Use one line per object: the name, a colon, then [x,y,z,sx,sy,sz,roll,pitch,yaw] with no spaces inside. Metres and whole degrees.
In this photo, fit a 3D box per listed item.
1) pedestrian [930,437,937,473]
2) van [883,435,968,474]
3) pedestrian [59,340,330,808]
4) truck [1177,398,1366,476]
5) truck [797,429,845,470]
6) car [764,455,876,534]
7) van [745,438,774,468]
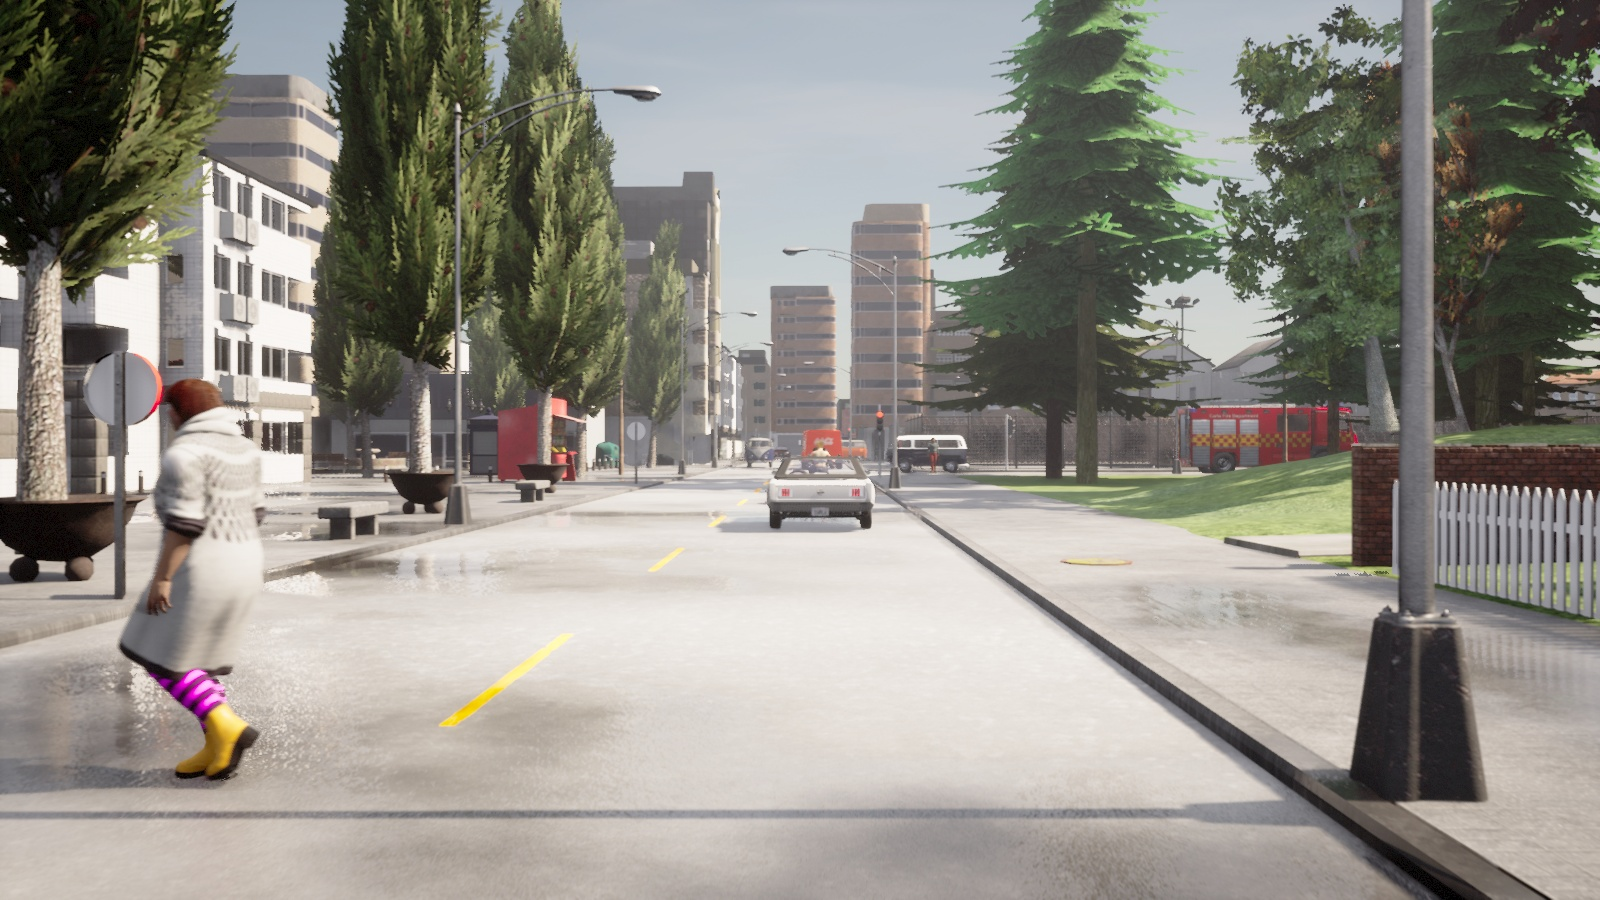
pedestrian: [6.897,0.259,64.862,0.353,1.847,0.614,0,0,1]
van: [6.746,0.224,67.708,4.480,2.038,2.069,1,1,4]
pedestrian: [-2.670,0.517,5.603,0.873,1.952,0.659,0,0,5]
truck: [23.663,-0.636,63.345,8.468,3.827,2.891,0,0,1]
truck: [1.270,-0.040,79.894,2.627,2.467,5.204,0,0,-4]
car: [0.380,0.758,23.673,1.895,1.301,4.718,0,0,1]
van: [-2.752,0.174,85.705,1.775,1.987,4.442,0,0,1]
